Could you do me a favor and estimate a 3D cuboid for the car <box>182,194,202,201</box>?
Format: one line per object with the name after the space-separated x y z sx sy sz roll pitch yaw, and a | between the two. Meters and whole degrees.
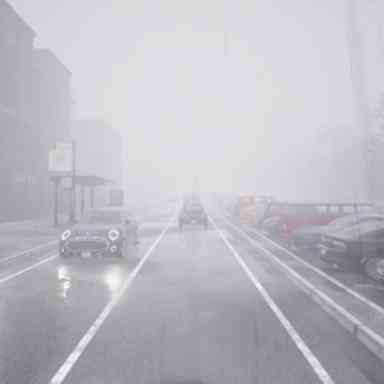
0.002 1.293 41.124 2.150 2.045 5.566 0 0 0 | car

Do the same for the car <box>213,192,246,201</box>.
6.410 1.261 56.904 4.553 1.767 2.185 0 1 0 | car

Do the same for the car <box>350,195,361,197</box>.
19.460 1.517 34.723 4.553 1.767 2.185 0 0 0 | car

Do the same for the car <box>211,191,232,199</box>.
6.541 0.683 73.614 4.553 1.767 2.185 0 2 0 | car

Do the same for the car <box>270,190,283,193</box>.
19.607 0.955 70.852 4.792 1.488 2.163 0 2 0 | car

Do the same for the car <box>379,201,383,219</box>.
19.591 1.625 29.029 5.366 1.575 1.946 0 0 0 | car

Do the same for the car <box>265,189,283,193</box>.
19.605 0.710 76.544 4.674 1.452 2.002 0 3 0 | car

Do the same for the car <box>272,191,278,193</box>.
19.753 1.035 68.060 5.366 1.575 1.946 0 2 0 | car

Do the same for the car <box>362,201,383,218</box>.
19.412 1.638 31.938 5.008 1.535 2.097 0 0 0 | car

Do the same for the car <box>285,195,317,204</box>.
19.528 1.309 59.823 5.008 1.535 2.097 0 2 0 | car

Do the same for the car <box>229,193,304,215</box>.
6.354 1.378 29.044 5.566 2.045 2.435 0 0 0 | car

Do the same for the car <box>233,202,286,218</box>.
6.334 1.679 31.826 4.674 1.452 2.002 0 0 0 | car

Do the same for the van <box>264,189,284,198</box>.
19.487 0.323 79.203 4.442 1.987 1.878 -1 3 0 | van

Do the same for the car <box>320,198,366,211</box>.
19.469 1.608 43.094 5.008 1.535 2.097 0 1 0 | car

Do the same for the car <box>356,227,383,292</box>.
6.236 1.589 6.777 4.674 1.452 2.002 0 0 0 | car

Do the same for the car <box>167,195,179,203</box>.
-3.441 1.286 60.903 1.837 1.490 4.892 0 1 0 | car

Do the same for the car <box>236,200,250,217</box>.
6.308 1.620 26.260 5.008 1.535 2.097 0 0 0 | car

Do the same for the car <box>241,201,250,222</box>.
6.488 1.607 23.476 5.366 1.575 1.946 0 0 0 | car

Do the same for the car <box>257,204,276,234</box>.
6.285 1.592 17.911 4.892 1.521 2.231 0 0 0 | car

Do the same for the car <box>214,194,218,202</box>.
6.400 1.478 54.120 4.792 1.488 2.163 0 1 0 | car

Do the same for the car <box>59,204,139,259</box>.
-3.361 1.405 12.815 2.097 1.767 4.553 0 0 0 | car

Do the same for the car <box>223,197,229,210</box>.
6.355 1.641 37.399 5.008 1.535 2.097 0 0 0 | car

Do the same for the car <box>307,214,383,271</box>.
6.239 1.559 9.561 5.008 1.535 2.097 0 0 0 | car

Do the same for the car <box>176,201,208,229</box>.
0.071 1.577 22.293 2.128 1.511 4.902 0 0 0 | car

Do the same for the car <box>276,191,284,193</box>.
19.741 1.138 65.267 5.366 1.575 1.946 0 2 0 | car

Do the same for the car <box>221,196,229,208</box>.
6.365 1.630 40.189 5.008 1.535 2.097 0 0 0 | car

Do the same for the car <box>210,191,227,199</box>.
6.469 1.145 65.264 4.892 1.521 2.231 0 2 0 | car

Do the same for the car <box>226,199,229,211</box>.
6.319 1.673 34.612 4.792 1.488 2.163 0 0 0 | car

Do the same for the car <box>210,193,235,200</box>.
6.493 0.930 70.843 5.008 1.535 2.097 0 2 0 | car

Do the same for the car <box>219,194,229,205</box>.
6.426 1.457 45.764 4.553 1.767 2.185 0 1 0 | car

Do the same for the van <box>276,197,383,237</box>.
6.384 1.355 15.127 4.442 1.987 1.878 0 0 0 | van

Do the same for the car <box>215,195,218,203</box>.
6.447 1.532 51.333 4.792 1.488 2.163 0 1 0 | car

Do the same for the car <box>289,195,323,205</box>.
19.516 1.381 57.034 5.008 1.535 2.097 0 1 0 | car

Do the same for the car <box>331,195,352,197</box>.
19.480 1.376 40.303 5.566 2.045 2.435 0 0 0 | car

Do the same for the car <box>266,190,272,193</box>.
19.593 0.839 73.762 4.674 1.452 2.002 0 3 0 | car

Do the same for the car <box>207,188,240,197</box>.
6.515 0.791 68.042 5.566 2.045 2.435 0 2 0 | car

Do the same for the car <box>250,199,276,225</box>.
6.260 1.476 20.820 4.553 1.767 2.185 0 0 0 | car

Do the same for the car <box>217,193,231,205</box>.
6.437 1.422 48.543 4.553 1.767 2.185 0 1 0 | car

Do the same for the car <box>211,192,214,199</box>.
6.435 1.266 62.488 4.792 1.488 2.163 0 2 0 | car

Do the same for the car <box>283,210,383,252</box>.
6.261 1.570 12.344 5.008 1.535 2.097 0 0 0 | car

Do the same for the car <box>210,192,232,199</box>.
6.551 0.710 76.404 4.792 1.488 2.163 0 3 0 | car
